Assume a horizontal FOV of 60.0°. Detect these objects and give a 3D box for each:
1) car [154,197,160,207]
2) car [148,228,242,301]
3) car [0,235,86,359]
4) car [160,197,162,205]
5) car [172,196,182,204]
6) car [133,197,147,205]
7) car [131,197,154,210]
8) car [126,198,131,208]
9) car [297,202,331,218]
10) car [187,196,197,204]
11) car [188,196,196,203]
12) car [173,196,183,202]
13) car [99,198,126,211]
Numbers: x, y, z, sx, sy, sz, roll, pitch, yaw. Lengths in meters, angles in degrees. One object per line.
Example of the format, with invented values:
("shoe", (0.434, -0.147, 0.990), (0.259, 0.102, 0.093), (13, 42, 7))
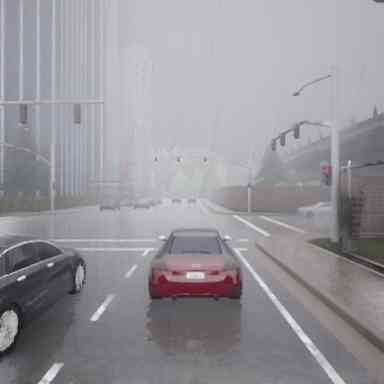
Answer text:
("car", (-7.102, 1.851, 56.983), (1.895, 1.301, 4.718), (0, 0, 0))
("car", (0.074, 1.602, 8.484), (1.994, 1.385, 4.181), (0, 0, 0))
("car", (-3.439, 1.533, 5.980), (1.837, 1.490, 4.892), (0, 0, 0))
("car", (-7.044, 1.785, 67.001), (2.128, 1.511, 4.902), (0, 0, 0))
("car", (-3.525, 1.820, 74.080), (1.837, 1.490, 4.892), (0, 0, 0))
("car", (-10.532, 1.789, 67.680), (2.128, 1.511, 4.902), (0, 0, 0))
("car", (-7.095, 1.736, 47.904), (1.812, 1.442, 4.674), (0, 0, 0))
("car", (-10.608, 1.725, 53.353), (2.128, 1.511, 4.902), (0, 0, 0))
("car", (12.356, 1.720, 31.596), (4.674, 1.442, 1.812), (0, 0, -3))
("car", (-0.017, 1.805, 74.627), (1.882, 1.535, 5.008), (0, 0, 0))
("car", (-0.028, 1.851, 85.034), (1.882, 1.535, 5.008), (0, 0, 0))
("car", (-3.528, 1.756, 84.505), (2.128, 1.511, 4.902), (0, 0, 0))
("car", (-10.613, 1.739, 43.612), (2.033, 1.411, 5.357), (0, 0, 0))
